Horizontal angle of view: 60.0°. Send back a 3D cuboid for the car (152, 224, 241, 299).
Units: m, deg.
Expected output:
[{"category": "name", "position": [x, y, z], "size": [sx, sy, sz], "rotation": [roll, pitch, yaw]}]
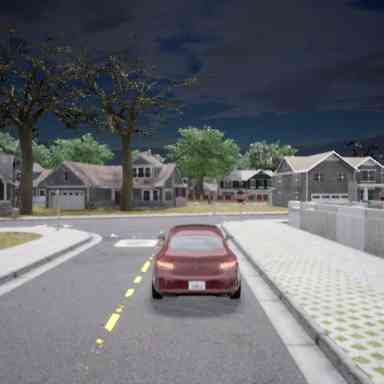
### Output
[{"category": "car", "position": [0.087, 1.520, 8.295], "size": [1.812, 1.442, 4.674], "rotation": [0, 0, 0]}]
